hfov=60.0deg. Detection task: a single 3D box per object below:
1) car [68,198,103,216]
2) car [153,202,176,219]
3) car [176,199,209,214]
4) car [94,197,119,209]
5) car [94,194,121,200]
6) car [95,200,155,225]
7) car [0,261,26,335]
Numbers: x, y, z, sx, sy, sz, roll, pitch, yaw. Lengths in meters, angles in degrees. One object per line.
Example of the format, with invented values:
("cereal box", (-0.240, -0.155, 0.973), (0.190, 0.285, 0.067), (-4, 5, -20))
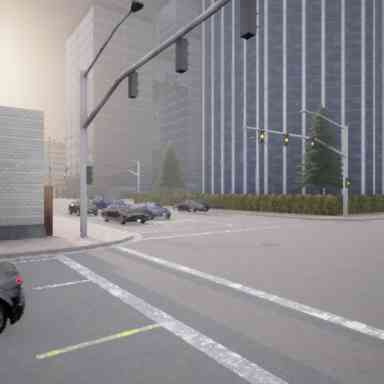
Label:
("car", (-10.910, 1.560, 33.192), (1.837, 1.490, 4.892), (0, 0, -36))
("car", (-3.644, 1.581, 29.099), (1.812, 1.442, 4.674), (0, 0, -36))
("car", (-0.099, 1.547, 36.466), (2.128, 1.511, 4.902), (0, 0, -36))
("car", (-12.202, 1.560, 47.301), (1.837, 1.490, 4.892), (0, 0, -36))
("car", (-9.309, 1.277, 36.969), (2.150, 2.045, 5.566), (0, 0, -36))
("car", (-5.237, 1.603, 25.285), (2.033, 1.411, 5.357), (0, 0, -36))
("car", (-4.748, 1.564, 4.835), (4.181, 1.385, 1.994), (0, 0, -35))
